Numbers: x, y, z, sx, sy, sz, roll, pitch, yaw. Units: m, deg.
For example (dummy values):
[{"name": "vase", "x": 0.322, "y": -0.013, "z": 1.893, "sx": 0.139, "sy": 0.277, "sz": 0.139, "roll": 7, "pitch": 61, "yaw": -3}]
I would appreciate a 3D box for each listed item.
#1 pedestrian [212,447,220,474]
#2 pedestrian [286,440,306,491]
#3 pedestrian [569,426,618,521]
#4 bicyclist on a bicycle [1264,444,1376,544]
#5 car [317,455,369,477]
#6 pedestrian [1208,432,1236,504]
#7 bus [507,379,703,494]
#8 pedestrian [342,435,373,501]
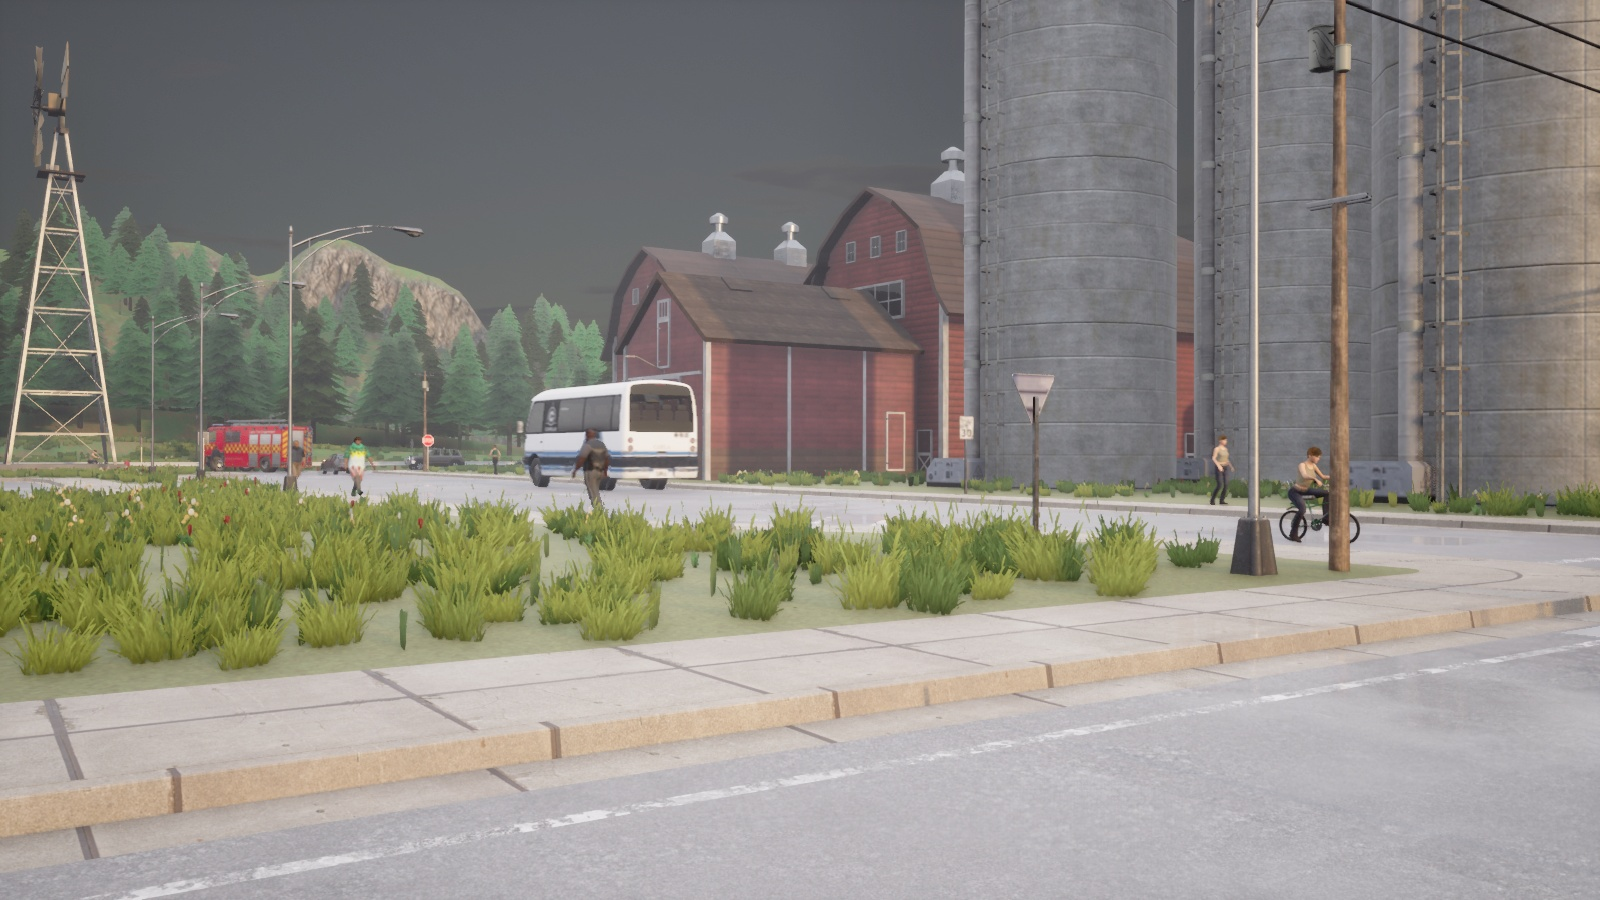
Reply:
[{"name": "pedestrian", "x": -39.175, "y": 0.689, "z": 84.202, "sx": 0.370, "sy": 1.835, "sz": 0.726, "roll": 0, "pitch": 0, "yaw": -13}, {"name": "pedestrian", "x": -18.399, "y": 0.551, "z": 45.841, "sx": 0.540, "sy": 1.848, "sz": 0.694, "roll": 0, "pitch": 0, "yaw": -35}, {"name": "pedestrian", "x": -4.170, "y": 0.471, "z": 25.356, "sx": 0.849, "sy": 1.883, "sz": 0.563, "roll": 0, "pitch": 0, "yaw": 44}, {"name": "bicyclist on a bicycle", "x": 8.709, "y": 0.714, "z": 21.082, "sx": 0.866, "sy": 1.612, "sz": 1.509, "roll": 0, "pitch": 0, "yaw": -35}, {"name": "car", "x": -30.878, "y": 1.065, "z": 84.766, "sx": 2.033, "sy": 1.411, "sz": 5.357, "roll": 0, "pitch": 0, "yaw": -34}, {"name": "pedestrian", "x": 10.881, "y": 0.456, "z": 32.379, "sx": 0.345, "sy": 1.836, "sz": 0.594, "roll": 0, "pitch": 0, "yaw": -26}, {"name": "bus", "x": -8.314, "y": -0.487, "z": 51.980, "sx": 3.944, "sy": 4.253, "sz": 10.273, "roll": 0, "pitch": 0, "yaw": -35}, {"name": "pedestrian", "x": -13.290, "y": 0.521, "z": 37.702, "sx": 0.659, "sy": 1.952, "sz": 0.873, "roll": 0, "pitch": 0, "yaw": -36}]
